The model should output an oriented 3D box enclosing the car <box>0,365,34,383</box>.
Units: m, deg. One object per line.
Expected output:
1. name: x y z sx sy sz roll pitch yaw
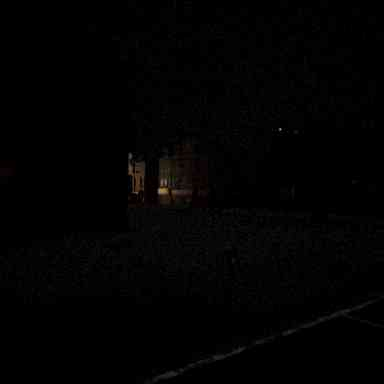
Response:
1. car: -2.693 1.544 0.881 4.313 1.339 1.947 1 0 -35
